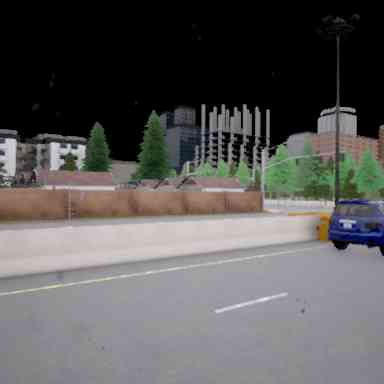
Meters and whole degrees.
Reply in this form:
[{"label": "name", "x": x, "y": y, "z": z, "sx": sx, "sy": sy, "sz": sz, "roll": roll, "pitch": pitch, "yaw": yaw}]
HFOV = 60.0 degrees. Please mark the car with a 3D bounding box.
[{"label": "car", "x": 7.912, "y": 1.352, "z": 13.800, "sx": 5.566, "sy": 2.045, "sz": 2.150, "roll": 0, "pitch": 0, "yaw": -35}]
